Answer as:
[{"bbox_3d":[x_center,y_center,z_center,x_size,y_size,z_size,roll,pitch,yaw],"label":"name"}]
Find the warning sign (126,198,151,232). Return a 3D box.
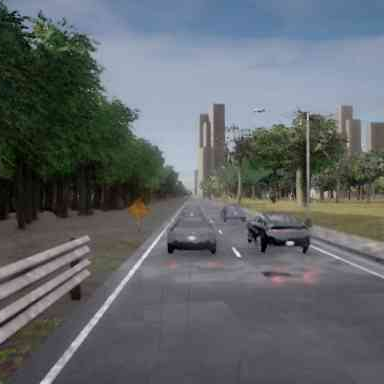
[{"bbox_3d":[-3.051,1.297,19.126,1.300,1.860,1.060,0,0,0],"label":"warning sign"}]

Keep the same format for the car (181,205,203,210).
[{"bbox_3d":[0.001,1.843,29.319,1.994,1.385,4.181,0,0,0],"label":"car"}]

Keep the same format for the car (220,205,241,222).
[{"bbox_3d":[3.498,1.823,28.963,2.033,1.411,5.357,0,-1,0],"label":"car"}]

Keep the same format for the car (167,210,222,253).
[{"bbox_3d":[0.003,1.701,14.309,1.994,1.385,4.181,0,0,0],"label":"car"}]

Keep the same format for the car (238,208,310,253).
[{"bbox_3d":[3.503,1.629,14.269,2.128,1.511,4.902,0,0,0],"label":"car"}]
